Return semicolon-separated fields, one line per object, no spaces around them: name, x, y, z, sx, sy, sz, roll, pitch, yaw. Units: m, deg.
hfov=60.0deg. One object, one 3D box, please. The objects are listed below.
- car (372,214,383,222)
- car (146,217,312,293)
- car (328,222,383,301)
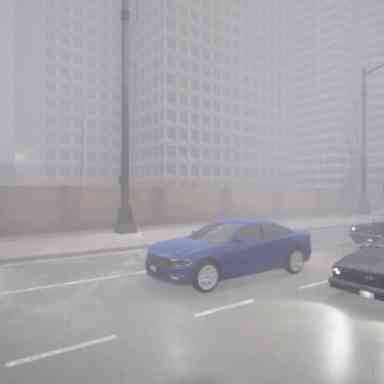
car;8.844;1.596;14.361;4.718;1.301;1.895;0;0;-35
car;1.160;1.474;9.048;5.008;1.535;1.882;0;0;-35
car;5.491;1.545;7.795;5.357;1.411;2.033;0;0;-35
